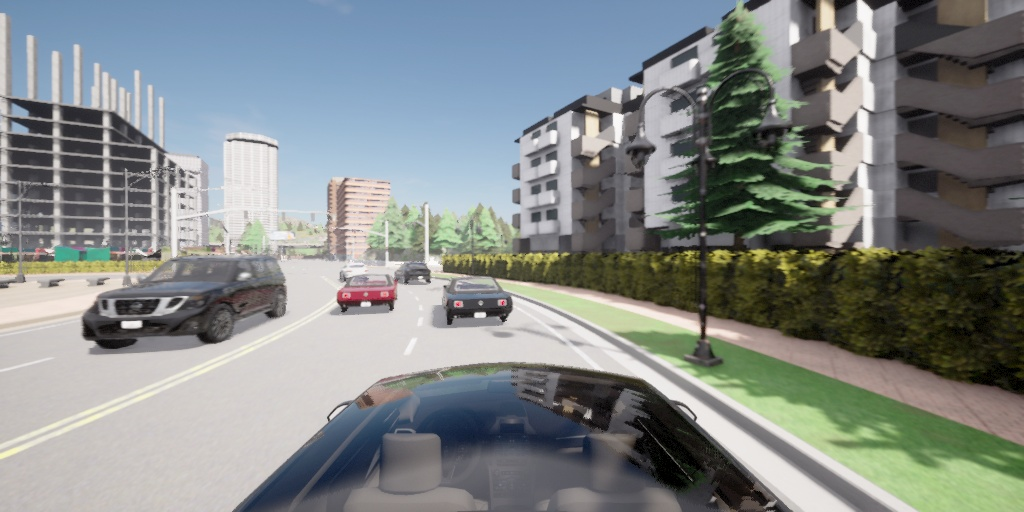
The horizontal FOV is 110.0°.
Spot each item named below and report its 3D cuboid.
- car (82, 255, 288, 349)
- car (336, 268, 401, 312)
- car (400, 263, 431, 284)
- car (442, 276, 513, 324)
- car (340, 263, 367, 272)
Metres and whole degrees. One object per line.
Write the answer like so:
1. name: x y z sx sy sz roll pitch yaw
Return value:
1. car: -8.130 0.999 9.785 2.150 2.045 5.566 0 0 -13
2. car: -5.575 1.349 14.312 1.895 1.301 4.718 0 0 -16
3. car: -7.451 1.229 26.752 1.837 1.490 4.892 0 0 -29
4. car: -1.348 1.329 12.010 1.895 1.301 4.718 0 0 -12
5. car: -12.644 1.277 28.799 1.812 1.442 4.674 0 0 -30
